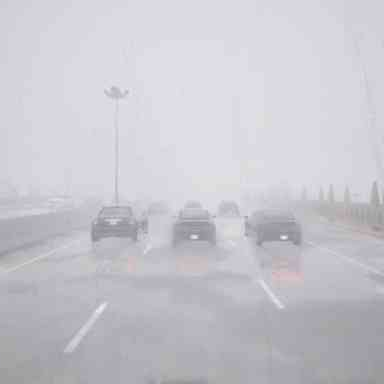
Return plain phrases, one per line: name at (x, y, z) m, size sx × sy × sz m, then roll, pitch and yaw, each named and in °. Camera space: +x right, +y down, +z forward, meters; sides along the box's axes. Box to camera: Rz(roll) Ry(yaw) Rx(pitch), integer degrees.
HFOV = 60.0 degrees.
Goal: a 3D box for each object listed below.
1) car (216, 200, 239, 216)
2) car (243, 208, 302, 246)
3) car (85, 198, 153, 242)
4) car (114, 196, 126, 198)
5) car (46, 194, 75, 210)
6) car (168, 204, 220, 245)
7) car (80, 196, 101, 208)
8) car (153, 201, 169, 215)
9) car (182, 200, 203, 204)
car at (3.574, 1.525, 33.343) m, size 1.837 × 1.490 × 4.892 m, roll 0°, pitch 0°, yaw 0°
car at (3.588, 1.514, 15.390) m, size 1.837 × 1.490 × 4.892 m, roll 0°, pitch 0°, yaw 0°
car at (-3.413, 1.362, 16.537) m, size 2.097 × 1.767 × 4.553 m, roll 0°, pitch 0°, yaw 0°
car at (-10.607, 1.380, 48.245) m, size 2.097 × 1.767 × 4.553 m, roll 0°, pitch 0°, yaw 0°
car at (-17.621, 1.248, 44.888) m, size 2.150 × 2.045 × 5.566 m, roll 0°, pitch 0°, yaw 0°
car at (0.088, 1.514, 15.489) m, size 1.837 × 1.490 × 4.892 m, roll 0°, pitch 0°, yaw 0°
car at (-14.113, 1.380, 46.992) m, size 2.097 × 1.767 × 4.553 m, roll 0°, pitch 0°, yaw 0°
car at (-3.425, 1.584, 34.095) m, size 1.994 × 1.385 × 4.181 m, roll 0°, pitch 0°, yaw 0°
car at (0.076, 1.525, 33.343) m, size 1.837 × 1.490 × 4.892 m, roll 0°, pitch 0°, yaw 0°
